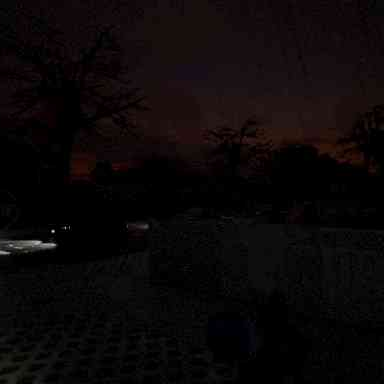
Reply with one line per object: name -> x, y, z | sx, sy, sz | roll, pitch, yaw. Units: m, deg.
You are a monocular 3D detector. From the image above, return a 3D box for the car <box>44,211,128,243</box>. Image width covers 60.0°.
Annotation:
car -> -5.326, 1.699, 17.196 | 1.994, 1.385, 4.181 | 1, 0, 37

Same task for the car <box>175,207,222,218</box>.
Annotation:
car -> 0.571, 1.843, 25.267 | 1.812, 1.442, 4.674 | 1, 0, 36

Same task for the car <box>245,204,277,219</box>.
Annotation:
car -> 7.218, 2.043, 34.303 | 1.837, 1.490, 4.892 | 1, -1, 36
